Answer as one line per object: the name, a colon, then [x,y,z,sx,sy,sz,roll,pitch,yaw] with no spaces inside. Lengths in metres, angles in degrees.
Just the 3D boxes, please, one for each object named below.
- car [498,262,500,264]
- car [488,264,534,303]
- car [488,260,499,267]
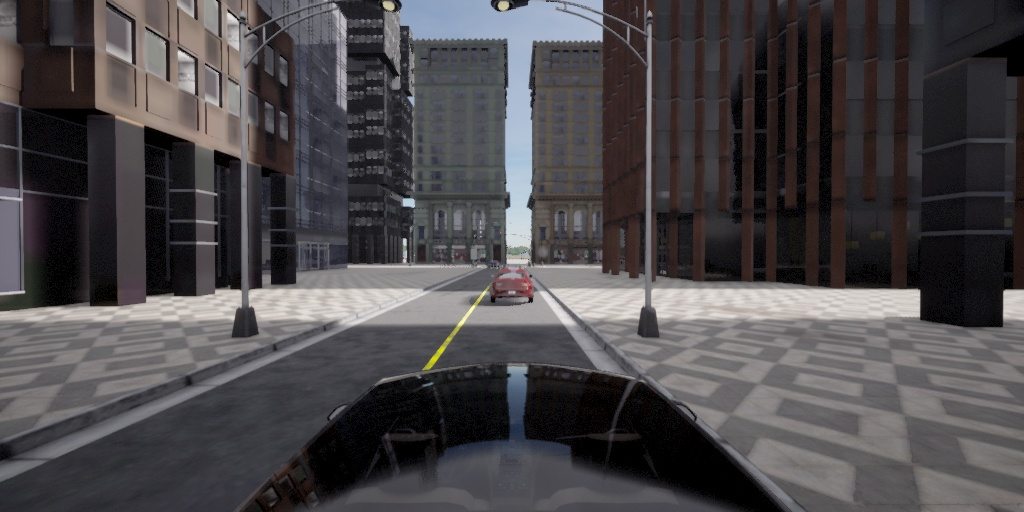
car: [0.000,1.377,31.534,1.895,1.301,4.718,0,0,0]
car: [0.000,1.282,16.502,1.812,1.442,4.674,0,0,0]
car: [-3.000,1.404,60.507,1.994,1.385,4.181,0,0,0]
